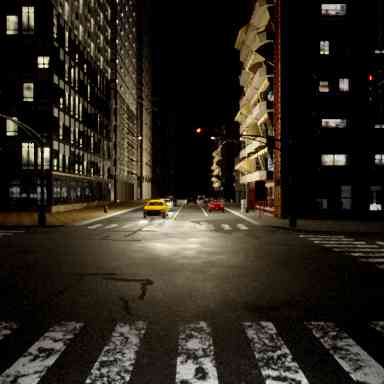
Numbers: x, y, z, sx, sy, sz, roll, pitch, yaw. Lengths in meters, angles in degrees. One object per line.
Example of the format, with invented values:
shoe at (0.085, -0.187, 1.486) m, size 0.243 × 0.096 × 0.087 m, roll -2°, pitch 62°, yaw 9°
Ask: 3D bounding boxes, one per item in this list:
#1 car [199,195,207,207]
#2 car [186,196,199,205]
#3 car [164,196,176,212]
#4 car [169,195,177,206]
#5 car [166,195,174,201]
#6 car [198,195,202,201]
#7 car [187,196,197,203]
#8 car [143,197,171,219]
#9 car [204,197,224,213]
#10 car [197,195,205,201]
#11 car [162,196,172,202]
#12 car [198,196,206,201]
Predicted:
car at (2.575, 1.568, 50.095) m, size 2.008 × 1.369 × 4.403 m, roll 0°, pitch 0°, yaw 0°
car at (-0.041, 1.529, 59.926) m, size 1.837 × 1.490 × 4.892 m, roll 0°, pitch 0°, yaw 0°
car at (-3.193, 1.537, 39.536) m, size 1.812 × 1.442 × 4.674 m, roll 0°, pitch 0°, yaw 0°
car at (-3.209, 1.566, 51.155) m, size 2.033 × 1.411 × 5.357 m, roll 0°, pitch 0°, yaw 0°
car at (-5.899, 1.597, 89.615) m, size 1.887 × 1.381 × 4.507 m, roll 0°, pitch 0°, yaw 0°
car at (2.562, 1.572, 55.743) m, size 2.008 × 1.369 × 4.403 m, roll 0°, pitch 0°, yaw 0°
car at (-0.078, 1.595, 70.237) m, size 1.994 × 1.385 × 4.181 m, roll 0°, pitch 0°, yaw 0°
car at (-3.170, 1.483, 29.776) m, size 1.882 × 1.535 × 5.008 m, roll 0°, pitch 0°, yaw 0°
car at (2.655, 1.592, 37.178) m, size 1.802 × 1.307 × 4.206 m, roll 0°, pitch 0°, yaw 0°
car at (2.481, 1.492, 89.635) m, size 1.967 × 1.590 × 4.097 m, roll 0°, pitch 0°, yaw 0°
car at (-5.872, 1.591, 78.317) m, size 2.008 × 1.369 × 4.403 m, roll 0°, pitch 0°, yaw 0°
car at (2.494, 1.628, 83.986) m, size 1.802 × 1.307 × 4.206 m, roll 0°, pitch 0°, yaw 0°
